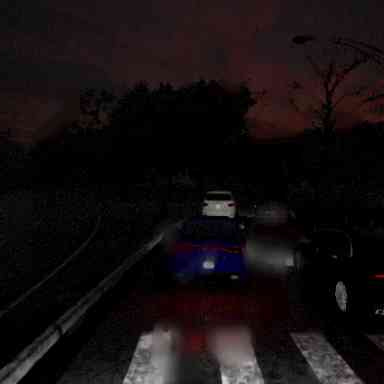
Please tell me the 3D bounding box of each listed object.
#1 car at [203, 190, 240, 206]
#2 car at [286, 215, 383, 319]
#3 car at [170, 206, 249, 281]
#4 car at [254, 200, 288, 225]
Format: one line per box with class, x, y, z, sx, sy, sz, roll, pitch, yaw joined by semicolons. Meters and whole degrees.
car;2.035;0.844;22.970;2.150;2.045;5.566;1;3;9
car;3.631;1.473;7.255;1.837;1.490;4.892;0;0;3
car;0.536;1.415;9.751;1.882;1.535;5.008;0;1;4
car;5.078;1.238;21.535;2.033;1.411;5.357;1;2;9
